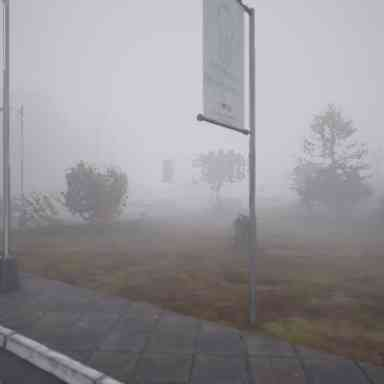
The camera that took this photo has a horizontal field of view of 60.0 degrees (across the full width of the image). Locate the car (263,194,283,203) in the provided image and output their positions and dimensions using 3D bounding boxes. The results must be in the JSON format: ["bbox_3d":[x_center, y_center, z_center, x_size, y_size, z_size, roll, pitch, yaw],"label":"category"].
[{"bbox_3d":[14.592,1.114,58.714,1.812,1.442,4.674,0,1,32],"label":"car"}]

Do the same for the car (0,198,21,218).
[{"bbox_3d":[-17.299,1.541,29.134,1.882,1.535,5.008,0,0,39],"label":"car"}]

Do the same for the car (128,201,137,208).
[{"bbox_3d":[-7.129,1.589,47.387,1.895,1.301,4.718,0,1,39],"label":"car"}]

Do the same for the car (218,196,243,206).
[{"bbox_3d":[6.169,1.354,52.684,1.994,1.385,4.181,0,1,37],"label":"car"}]

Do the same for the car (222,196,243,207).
[{"bbox_3d":[5.080,1.490,45.532,1.895,1.301,4.718,0,1,38],"label":"car"}]

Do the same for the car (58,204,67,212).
[{"bbox_3d":[-13.443,1.550,39.530,2.128,1.511,4.902,0,0,39],"label":"car"}]

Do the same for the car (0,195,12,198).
[{"bbox_3d":[-19.726,1.292,31.735,2.150,2.045,5.566,0,0,37],"label":"car"}]

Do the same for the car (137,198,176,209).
[{"bbox_3d":[-4.458,1.529,45.124,2.033,1.411,5.357,0,0,39],"label":"car"}]

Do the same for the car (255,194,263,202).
[{"bbox_3d":[12.143,1.102,61.400,1.812,1.442,4.674,0,1,31],"label":"car"}]
